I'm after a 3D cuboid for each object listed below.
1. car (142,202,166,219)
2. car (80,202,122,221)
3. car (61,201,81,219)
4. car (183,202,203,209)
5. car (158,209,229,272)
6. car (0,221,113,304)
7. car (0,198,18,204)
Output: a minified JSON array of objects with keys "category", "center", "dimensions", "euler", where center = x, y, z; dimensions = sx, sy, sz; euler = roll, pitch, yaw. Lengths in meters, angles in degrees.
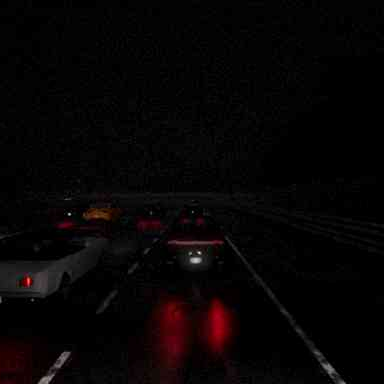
[{"category":"car","center":[-3.515,1.632,31.255],"dimensions":[2.128,1.511,4.902],"euler":[0,0,0]},{"category":"car","center":[-6.911,1.593,26.457],"dimensions":[1.882,1.535,5.008],"euler":[0,0,0]},{"category":"car","center":[-10.414,1.642,30.689],"dimensions":[1.837,1.490,4.892],"euler":[0,0,0]},{"category":"car","center":[0.085,1.676,33.076],"dimensions":[1.812,1.442,4.674],"euler":[0,0,0]},{"category":"car","center":[0.095,1.526,10.841],"dimensions":[2.128,1.511,4.902],"euler":[0,0,0]},{"category":"car","center":[-3.504,1.622,8.123],"dimensions":[1.895,1.301,4.718],"euler":[0,0,0]},{"category":"car","center":[-21.019,1.520,36.818],"dimensions":[2.097,1.767,4.553],"euler":[0,0,0]}]
